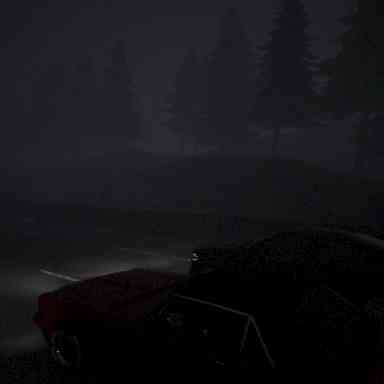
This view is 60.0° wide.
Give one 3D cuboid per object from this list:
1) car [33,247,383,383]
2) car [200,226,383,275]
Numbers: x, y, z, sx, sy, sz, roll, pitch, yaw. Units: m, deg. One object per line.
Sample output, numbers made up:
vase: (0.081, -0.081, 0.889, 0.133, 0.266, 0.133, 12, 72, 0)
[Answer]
car: (0.301, 1.554, 3.739, 4.718, 1.301, 1.895, 2, 1, 34)
car: (2.269, 1.431, 6.634, 5.008, 1.535, 1.882, 2, 1, 34)
